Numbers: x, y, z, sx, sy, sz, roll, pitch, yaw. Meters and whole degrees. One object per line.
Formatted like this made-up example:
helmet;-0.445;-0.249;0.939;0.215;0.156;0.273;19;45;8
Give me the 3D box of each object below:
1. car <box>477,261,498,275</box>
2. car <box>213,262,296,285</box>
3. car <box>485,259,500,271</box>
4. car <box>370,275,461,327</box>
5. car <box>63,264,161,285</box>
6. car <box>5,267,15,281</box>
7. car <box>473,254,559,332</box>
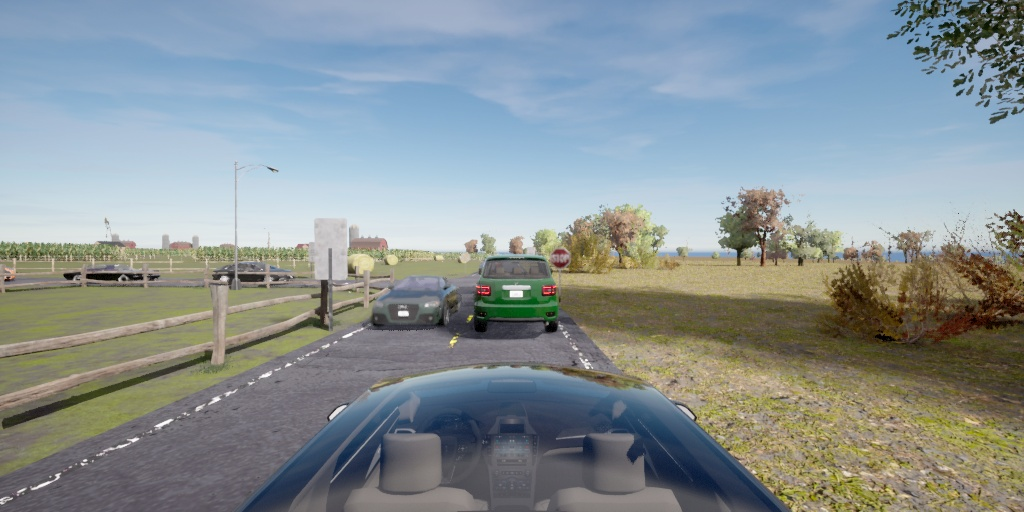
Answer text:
car;-2.770;1.318;41.537;2.033;1.411;5.357;0;0;0
car;-17.255;1.167;24.152;4.892;1.490;1.837;0;1;-1
car;-2.741;1.260;51.684;1.882;1.535;5.008;0;0;0
car;-2.832;1.314;11.339;1.994;1.385;4.181;0;0;0
car;-26.688;1.198;24.074;4.718;1.301;1.895;0;1;0
car;-36.637;0.880;24.001;4.553;1.767;2.097;0;1;0
car;0.113;0.972;10.980;2.150;2.045;5.566;0;0;0
